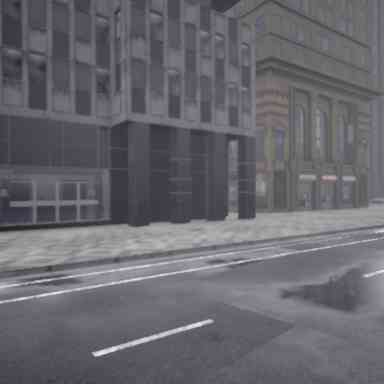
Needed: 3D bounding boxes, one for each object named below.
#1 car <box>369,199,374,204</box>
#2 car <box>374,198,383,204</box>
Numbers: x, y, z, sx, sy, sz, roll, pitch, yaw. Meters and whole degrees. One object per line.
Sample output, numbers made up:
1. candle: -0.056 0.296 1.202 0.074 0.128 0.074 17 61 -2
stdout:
1. car: 31.405 1.902 63.451 2.008 1.369 4.403 -1 0 -35
2. car: 38.143 1.886 68.712 1.802 1.307 4.206 -1 0 -35
